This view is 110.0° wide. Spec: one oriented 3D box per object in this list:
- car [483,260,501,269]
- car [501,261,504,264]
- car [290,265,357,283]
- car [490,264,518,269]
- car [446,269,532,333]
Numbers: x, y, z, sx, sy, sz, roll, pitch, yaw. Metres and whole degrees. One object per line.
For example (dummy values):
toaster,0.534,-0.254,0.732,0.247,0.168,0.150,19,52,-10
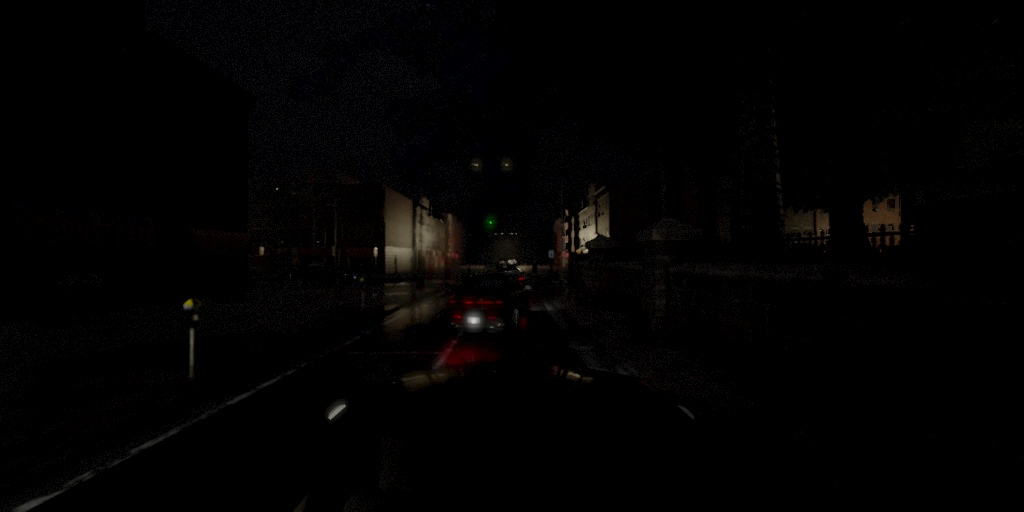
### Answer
car,-2.608,1.594,43.093,1.751,1.417,4.829,0,0,0
car,-2.604,1.427,48.715,2.192,1.841,5.009,0,0,0
car,-14.975,1.465,28.584,4.902,1.511,2.128,0,0,0
car,-0.233,1.430,22.109,1.812,1.442,4.674,0,0,-4
car,-0.542,1.327,11.161,1.837,1.490,4.892,0,0,9
